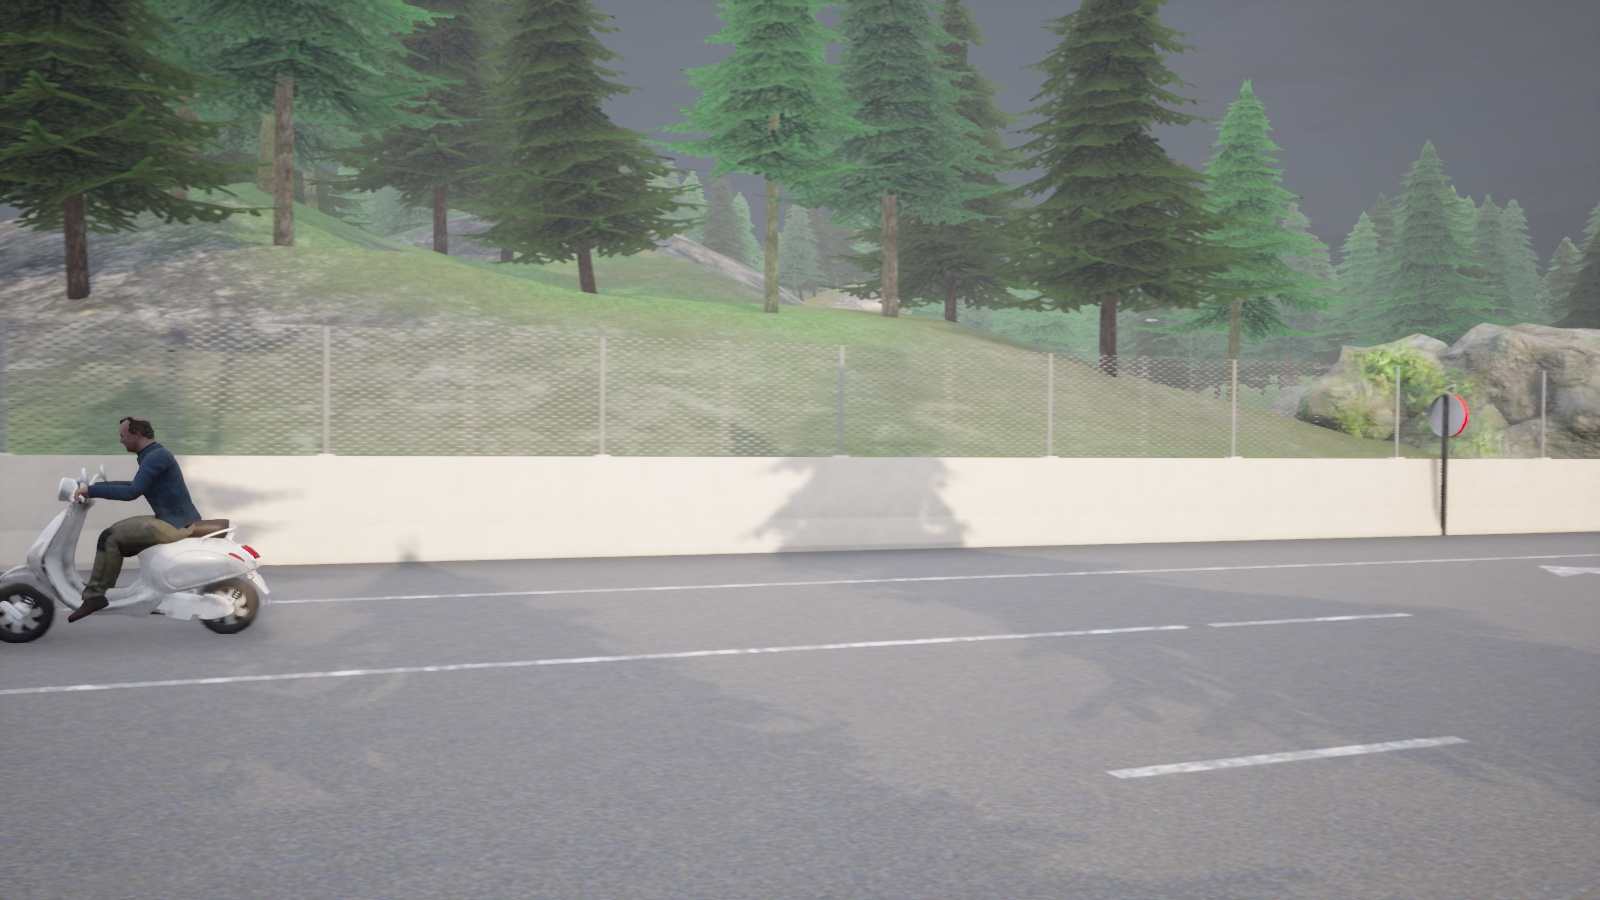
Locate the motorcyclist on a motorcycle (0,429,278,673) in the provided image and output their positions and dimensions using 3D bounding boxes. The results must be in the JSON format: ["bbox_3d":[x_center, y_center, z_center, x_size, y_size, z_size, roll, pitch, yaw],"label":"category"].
[{"bbox_3d":[-4.724,0.657,8.932,1.817,1.590,0.866,-1,1,-21],"label":"motorcyclist on a motorcycle"}]
